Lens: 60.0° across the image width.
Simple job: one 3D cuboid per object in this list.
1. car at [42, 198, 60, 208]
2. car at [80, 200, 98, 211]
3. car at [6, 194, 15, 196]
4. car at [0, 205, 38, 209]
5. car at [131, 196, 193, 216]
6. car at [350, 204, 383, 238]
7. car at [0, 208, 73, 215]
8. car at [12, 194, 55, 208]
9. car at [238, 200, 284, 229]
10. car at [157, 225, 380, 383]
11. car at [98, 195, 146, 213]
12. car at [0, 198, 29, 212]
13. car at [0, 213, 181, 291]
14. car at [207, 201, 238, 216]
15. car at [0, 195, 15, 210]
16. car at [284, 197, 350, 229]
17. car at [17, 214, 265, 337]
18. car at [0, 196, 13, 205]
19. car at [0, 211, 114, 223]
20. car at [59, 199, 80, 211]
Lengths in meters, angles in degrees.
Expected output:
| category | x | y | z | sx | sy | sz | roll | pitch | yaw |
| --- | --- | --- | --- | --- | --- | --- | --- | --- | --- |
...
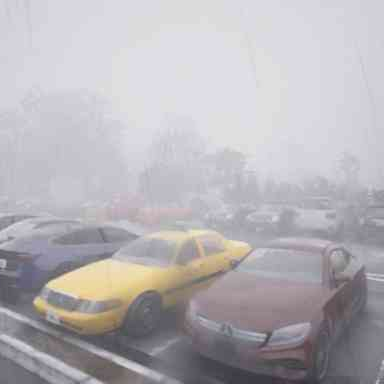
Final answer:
| category | x | y | z | sx | sy | sz | roll | pitch | yaw |
| --- | --- | --- | --- | --- | --- | --- | --- | --- | --- |
| car | -10.880 | 1.526 | 30.880 | 2.163 | 1.488 | 4.792 | 0 | 0 | 36 |
| car | -6.331 | 1.502 | 27.878 | 1.946 | 1.575 | 5.366 | 0 | 0 | 36 |
| car | -19.925 | 1.223 | 37.379 | 2.435 | 2.045 | 5.566 | 0 | 0 | 36 |
| car | -9.445 | 1.517 | 13.774 | 2.231 | 1.521 | 4.892 | 0 | 0 | 36 |
| car | -1.833 | 1.388 | 24.380 | 2.185 | 1.767 | 4.553 | 0 | 0 | 36 |
| car | 9.478 | 1.409 | 16.256 | 2.185 | 1.767 | 4.553 | 0 | 0 | 36 |
| car | -7.198 | 1.549 | 12.132 | 2.163 | 1.488 | 4.792 | 0 | 0 | 36 |
| car | -15.367 | 1.361 | 34.178 | 2.185 | 1.767 | 4.553 | 0 | 0 | 36 |
| car | 4.888 | 1.401 | 19.630 | 2.185 | 1.767 | 4.553 | 0 | 0 | 36 |
| car | 1.755 | 1.577 | 5.756 | 2.002 | 1.452 | 4.674 | 0 | -1 | 36 |
| car | -4.161 | 1.258 | 26.125 | 2.435 | 2.045 | 5.566 | 0 | 0 | 36 |
| car | -22.170 | 1.468 | 39.032 | 2.097 | 1.535 | 5.008 | 0 | 0 | 36 |
| car | -2.643 | 1.558 | 8.932 | 2.163 | 1.488 | 4.792 | 0 | 0 | 36 |
| car | 2.626 | 1.396 | 21.254 | 2.185 | 1.767 | 4.553 | 0 | 0 | 36 |
| car | -24.453 | 1.335 | 40.626 | 2.185 | 1.767 | 4.553 | 0 | 0 | 36 |
| car | 7.251 | 1.279 | 17.930 | 2.435 | 2.045 | 5.566 | 0 | 0 | 36 |
| car | -0.508 | 1.529 | 7.134 | 1.946 | 1.575 | 5.366 | 0 | 0 | 36 |
| car | -17.645 | 1.482 | 35.783 | 2.231 | 1.521 | 4.892 | 0 | 0 | 36 |
| car | -4.919 | 1.564 | 10.534 | 2.002 | 1.452 | 4.674 | 0 | 0 | 36 |
| car | -8.596 | 1.501 | 29.283 | 2.097 | 1.535 | 5.008 | 0 | 0 | 36 |
